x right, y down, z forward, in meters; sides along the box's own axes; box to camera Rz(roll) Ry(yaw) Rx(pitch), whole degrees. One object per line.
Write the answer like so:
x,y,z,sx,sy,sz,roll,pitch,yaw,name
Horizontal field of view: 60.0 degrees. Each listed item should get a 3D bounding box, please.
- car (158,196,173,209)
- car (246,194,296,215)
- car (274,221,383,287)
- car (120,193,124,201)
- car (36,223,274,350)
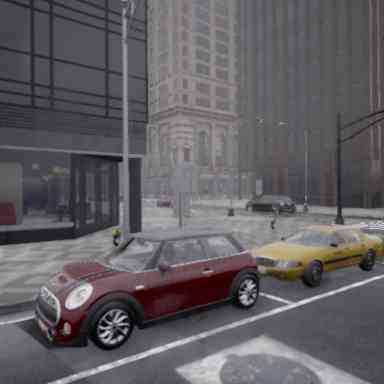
-2.077,1.126,36.702,1.994,1.385,4.181,0,1,-36,car
6.949,1.027,29.782,2.097,1.767,4.553,0,1,-36,car
3.600,1.530,9.348,4.829,1.417,1.752,0,0,-36,car
-10.379,0.819,53.281,1.882,1.535,5.008,0,1,-36,car
-0.663,1.469,6.220,4.097,1.590,1.967,0,0,-36,car
